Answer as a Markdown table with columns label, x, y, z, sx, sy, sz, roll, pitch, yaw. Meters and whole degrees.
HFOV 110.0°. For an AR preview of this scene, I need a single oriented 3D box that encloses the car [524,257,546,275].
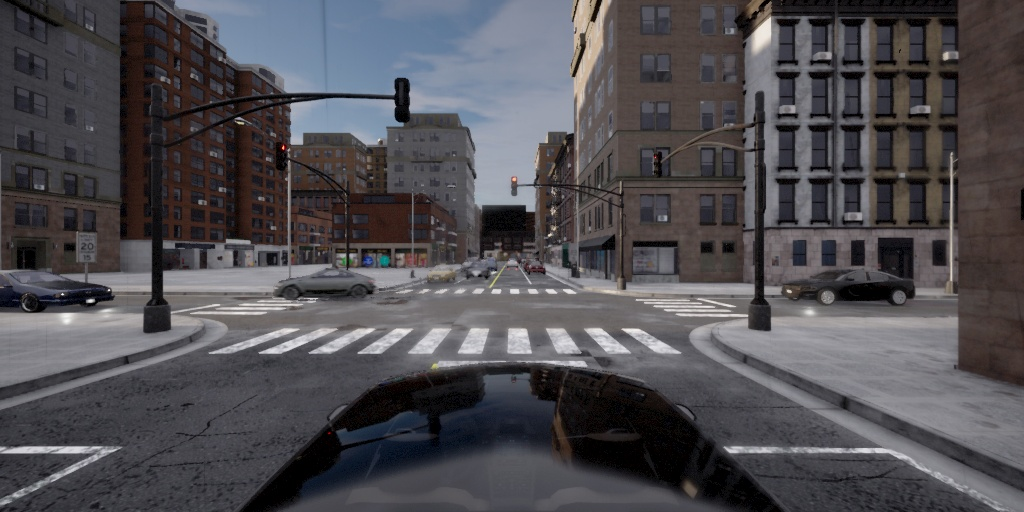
| label | x | y | z | sx | sy | sz | roll | pitch | yaw |
| --- | --- | --- | --- | --- | --- | --- | --- | --- | --- |
| car | 2.613 | 1.191 | 39.427 | 1.967 | 1.591 | 4.097 | 0 | 0 | 0 |

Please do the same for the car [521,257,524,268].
| label | x | y | z | sx | sy | sz | roll | pitch | yaw |
| --- | --- | --- | --- | --- | --- | --- | --- | --- | --- |
| car | 2.609 | 1.066 | 45.089 | 2.192 | 1.841 | 5.009 | 0 | 0 | 0 |

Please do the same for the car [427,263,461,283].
| label | x | y | z | sx | sy | sz | roll | pitch | yaw |
| --- | --- | --- | --- | --- | --- | --- | --- | --- | --- |
| car | -5.405 | 1.276 | 27.928 | 1.751 | 1.417 | 4.829 | 0 | 0 | 0 |

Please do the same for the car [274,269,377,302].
| label | x | y | z | sx | sy | sz | roll | pitch | yaw |
| --- | --- | --- | --- | --- | --- | --- | --- | --- | --- |
| car | -8.500 | 1.283 | 16.667 | 4.181 | 1.385 | 1.994 | 0 | 0 | -16 |

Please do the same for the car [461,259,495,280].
| label | x | y | z | sx | sy | sz | roll | pitch | yaw |
| --- | --- | --- | --- | --- | --- | --- | --- | --- | --- |
| car | -2.868 | 1.242 | 31.184 | 2.128 | 1.511 | 4.902 | 0 | 0 | 0 |

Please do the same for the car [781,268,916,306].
| label | x | y | z | sx | sy | sz | roll | pitch | yaw |
| --- | --- | --- | --- | --- | --- | --- | --- | --- | --- |
| car | 14.763 | 1.310 | 15.905 | 5.008 | 1.535 | 1.882 | 0 | 0 | -1 |

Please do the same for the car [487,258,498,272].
| label | x | y | z | sx | sy | sz | roll | pitch | yaw |
| --- | --- | --- | --- | --- | --- | --- | --- | --- | --- |
| car | -2.872 | 1.300 | 47.645 | 2.033 | 1.411 | 5.357 | 0 | 0 | 0 |

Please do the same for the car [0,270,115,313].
| label | x | y | z | sx | sy | sz | roll | pitch | yaw |
| --- | --- | --- | --- | --- | --- | --- | --- | --- | --- |
| car | -17.810 | 1.216 | 12.894 | 5.357 | 1.411 | 2.033 | 0 | 0 | 0 |

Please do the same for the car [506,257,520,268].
| label | x | y | z | sx | sy | sz | roll | pitch | yaw |
| --- | --- | --- | --- | --- | --- | --- | --- | --- | --- |
| car | 0.064 | 1.279 | 61.925 | 1.812 | 1.442 | 4.674 | 0 | 0 | 0 |
